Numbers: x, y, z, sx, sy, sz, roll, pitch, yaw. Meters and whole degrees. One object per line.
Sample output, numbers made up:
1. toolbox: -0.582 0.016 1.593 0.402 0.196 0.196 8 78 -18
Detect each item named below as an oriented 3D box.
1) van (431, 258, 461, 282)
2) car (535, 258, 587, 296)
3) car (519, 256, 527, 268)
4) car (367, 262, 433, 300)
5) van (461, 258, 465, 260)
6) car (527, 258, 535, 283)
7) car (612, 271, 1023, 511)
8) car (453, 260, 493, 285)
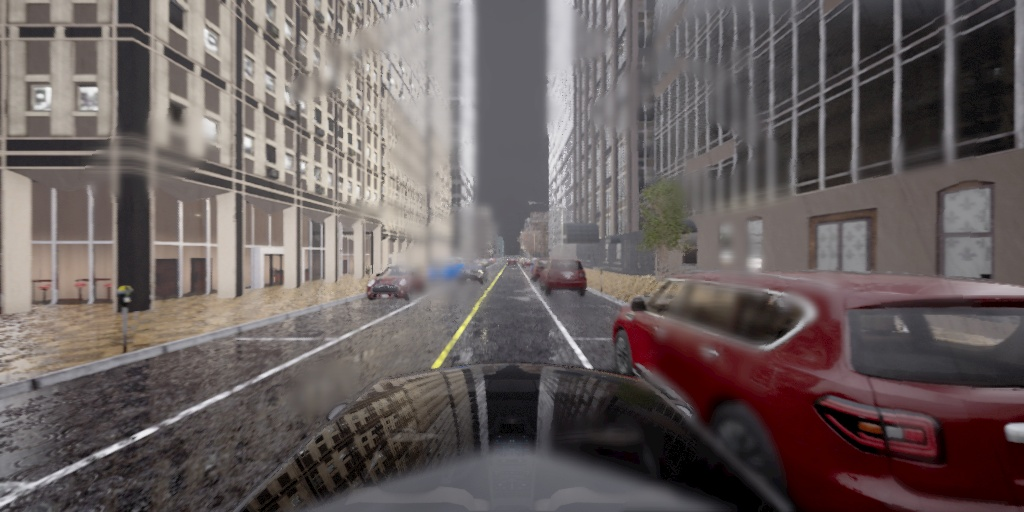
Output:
1. van: -5.292 1.064 27.768 1.690 1.789 3.998 0 0 0
2. car: 2.632 1.052 19.064 2.192 1.841 5.009 0 0 0
3. car: 2.622 1.135 61.044 1.967 1.591 4.097 0 0 0
4. car: -5.367 1.172 17.183 1.967 1.591 4.097 0 0 0
5. van: -5.286 1.058 33.315 1.690 1.789 3.998 0 0 0
6. car: 2.588 1.044 27.760 2.192 1.841 5.009 0 0 0
7. car: 2.694 1.065 4.114 2.192 1.841 5.009 0 0 0
8. car: -2.732 1.274 26.350 2.033 1.411 5.357 0 0 0
